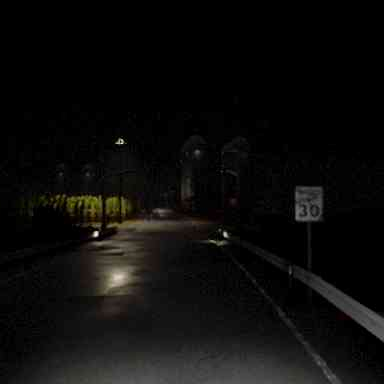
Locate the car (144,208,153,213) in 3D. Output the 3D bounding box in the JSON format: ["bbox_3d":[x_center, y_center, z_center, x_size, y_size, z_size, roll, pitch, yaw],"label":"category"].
[{"bbox_3d":[-10.726,4.824,82.410,1.837,1.490,4.892,0,-2,-8],"label":"car"}]
